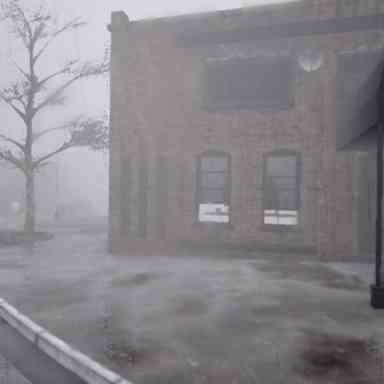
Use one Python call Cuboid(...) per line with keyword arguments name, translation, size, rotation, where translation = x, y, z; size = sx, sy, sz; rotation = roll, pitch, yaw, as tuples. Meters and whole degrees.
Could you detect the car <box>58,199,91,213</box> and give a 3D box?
Cuboid(name="car", translation=(-17.174, 2.003, 48.723), size=(2.150, 2.045, 5.566), rotation=(1, -1, 22))
